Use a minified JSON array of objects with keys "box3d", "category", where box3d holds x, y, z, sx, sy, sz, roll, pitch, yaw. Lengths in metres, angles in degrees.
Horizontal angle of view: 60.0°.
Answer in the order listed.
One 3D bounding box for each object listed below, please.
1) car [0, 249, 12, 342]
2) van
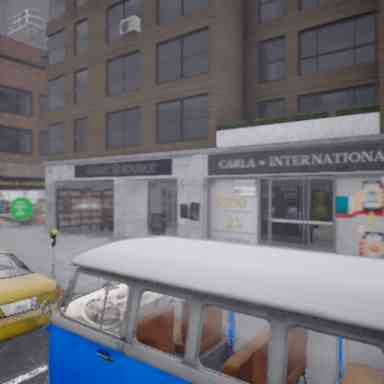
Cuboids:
[{"box3d":[-4.194,1.499,5.836,4.829,1.417,1.752,0,0,35],"category":"car"},{"box3d":[0.561,1.338,2.446,3.998,1.788,1.690,0,0,35],"category":"van"}]
